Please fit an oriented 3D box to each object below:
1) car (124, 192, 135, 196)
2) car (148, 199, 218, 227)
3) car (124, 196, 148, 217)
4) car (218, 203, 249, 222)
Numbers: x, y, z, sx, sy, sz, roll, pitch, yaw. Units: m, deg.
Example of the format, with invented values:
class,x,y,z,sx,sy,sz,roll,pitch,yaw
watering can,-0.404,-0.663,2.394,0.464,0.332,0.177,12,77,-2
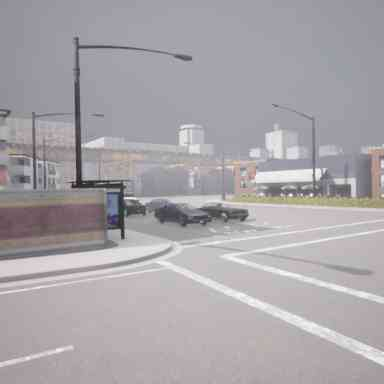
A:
class,x,y,z,sx,sy,sz,roll,pitch,yaw
car,-8.389,1.062,42.385,2.150,2.045,5.566,-1,1,-27
car,-0.811,1.490,23.120,2.033,1.411,5.357,-2,1,-32
car,-5.956,1.411,31.415,1.882,1.535,5.008,-1,1,-31
car,2.129,1.466,25.025,1.895,1.301,4.718,-2,1,-32
